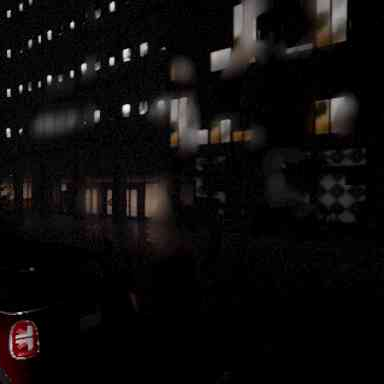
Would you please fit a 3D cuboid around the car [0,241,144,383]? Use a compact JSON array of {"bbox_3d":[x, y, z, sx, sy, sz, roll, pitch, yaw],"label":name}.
[{"bbox_3d":[-2.686,1.436,4.780,4.097,1.590,1.967,0,1,36],"label":"car"}]
